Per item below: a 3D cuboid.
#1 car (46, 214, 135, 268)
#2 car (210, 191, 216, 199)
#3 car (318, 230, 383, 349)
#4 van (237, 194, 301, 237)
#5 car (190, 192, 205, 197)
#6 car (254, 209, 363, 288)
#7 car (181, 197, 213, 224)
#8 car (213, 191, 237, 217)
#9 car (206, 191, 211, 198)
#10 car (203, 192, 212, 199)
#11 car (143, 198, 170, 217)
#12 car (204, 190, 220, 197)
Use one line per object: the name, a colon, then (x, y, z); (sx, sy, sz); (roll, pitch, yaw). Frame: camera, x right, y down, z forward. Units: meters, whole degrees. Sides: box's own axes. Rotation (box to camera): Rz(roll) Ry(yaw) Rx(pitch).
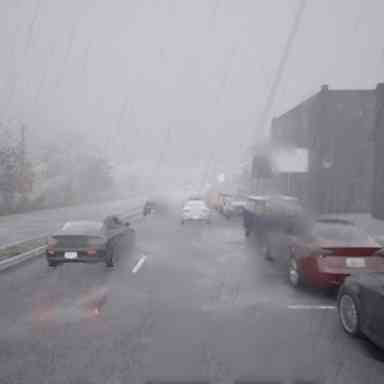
car: (-3.079, 1.423, 10.766); (1.812, 1.442, 4.674); (0, 0, 0)
car: (3.479, 1.023, 36.665); (2.185, 1.767, 4.553); (0, 1, 0)
car: (3.258, 1.491, 3.482); (2.002, 1.452, 4.674); (2, 1, 0)
van: (3.320, 1.124, 14.587); (1.878, 1.987, 4.442); (0, 1, 0)
car: (0.388, 1.115, 42.795); (1.837, 1.490, 4.892); (0, 1, 0)
car: (3.281, 1.430, 8.978); (2.163, 1.488, 4.792); (0, 1, 0)
car: (0.254, 1.318, 22.680); (1.812, 1.442, 4.674); (0, 0, 0)
car: (3.438, 1.073, 31.140); (2.185, 1.767, 4.553); (0, 1, 0)
car: (3.558, 1.048, 47.742); (2.097, 1.535, 5.008); (0, 1, 0)
car: (3.796, 0.787, 80.768); (2.002, 1.452, 4.674); (0, 1, 0)
car: (-2.957, 1.244, 28.152); (1.837, 1.490, 4.892); (0, 0, 0)
car: (3.597, 0.747, 53.172); (2.435, 2.045, 5.566); (0, 1, 0)
